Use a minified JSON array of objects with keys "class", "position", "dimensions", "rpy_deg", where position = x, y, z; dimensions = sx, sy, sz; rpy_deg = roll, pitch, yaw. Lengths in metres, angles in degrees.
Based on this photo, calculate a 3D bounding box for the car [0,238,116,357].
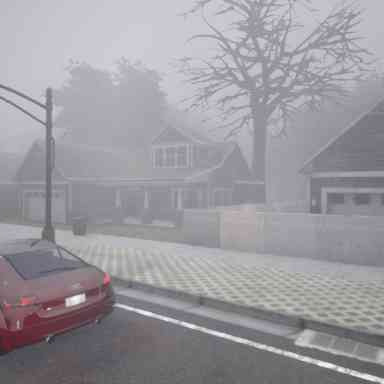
[{"class":"car","position":[-3.349,1.561,6.062],"dimensions":[4.181,1.385,1.994],"rpy_deg":[0,0,35]}]
